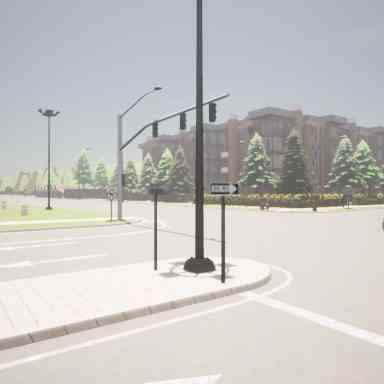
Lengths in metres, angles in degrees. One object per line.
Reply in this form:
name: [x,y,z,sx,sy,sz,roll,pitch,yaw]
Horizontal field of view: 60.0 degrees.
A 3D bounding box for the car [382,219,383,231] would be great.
car: [11.877,1.477,15.893,1.882,1.535,5.008,0,0,-36]
